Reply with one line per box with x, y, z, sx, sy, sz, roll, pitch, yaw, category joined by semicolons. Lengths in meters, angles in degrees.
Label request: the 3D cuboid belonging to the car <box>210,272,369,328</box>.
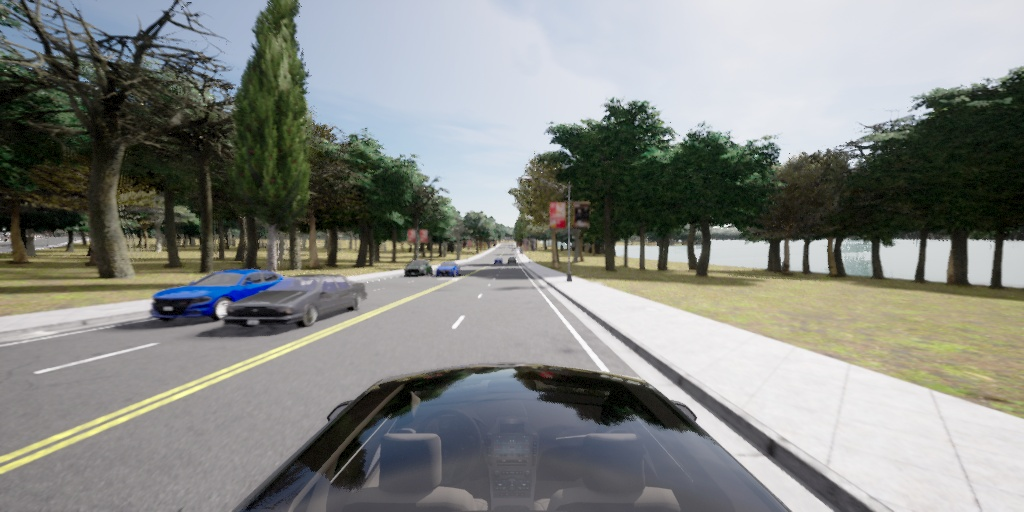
-6.562;1.305;11.771;2.033;1.411;5.357;0;0;0;car

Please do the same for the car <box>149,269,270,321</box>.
-9.800;1.238;12.730;1.882;1.535;5.008;0;0;0;car

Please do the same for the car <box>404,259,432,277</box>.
-9.763;1.207;37.661;2.097;1.767;4.553;0;0;0;car

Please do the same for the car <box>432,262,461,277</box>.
-6.518;1.331;36.975;1.882;1.535;5.008;0;-1;0;car
